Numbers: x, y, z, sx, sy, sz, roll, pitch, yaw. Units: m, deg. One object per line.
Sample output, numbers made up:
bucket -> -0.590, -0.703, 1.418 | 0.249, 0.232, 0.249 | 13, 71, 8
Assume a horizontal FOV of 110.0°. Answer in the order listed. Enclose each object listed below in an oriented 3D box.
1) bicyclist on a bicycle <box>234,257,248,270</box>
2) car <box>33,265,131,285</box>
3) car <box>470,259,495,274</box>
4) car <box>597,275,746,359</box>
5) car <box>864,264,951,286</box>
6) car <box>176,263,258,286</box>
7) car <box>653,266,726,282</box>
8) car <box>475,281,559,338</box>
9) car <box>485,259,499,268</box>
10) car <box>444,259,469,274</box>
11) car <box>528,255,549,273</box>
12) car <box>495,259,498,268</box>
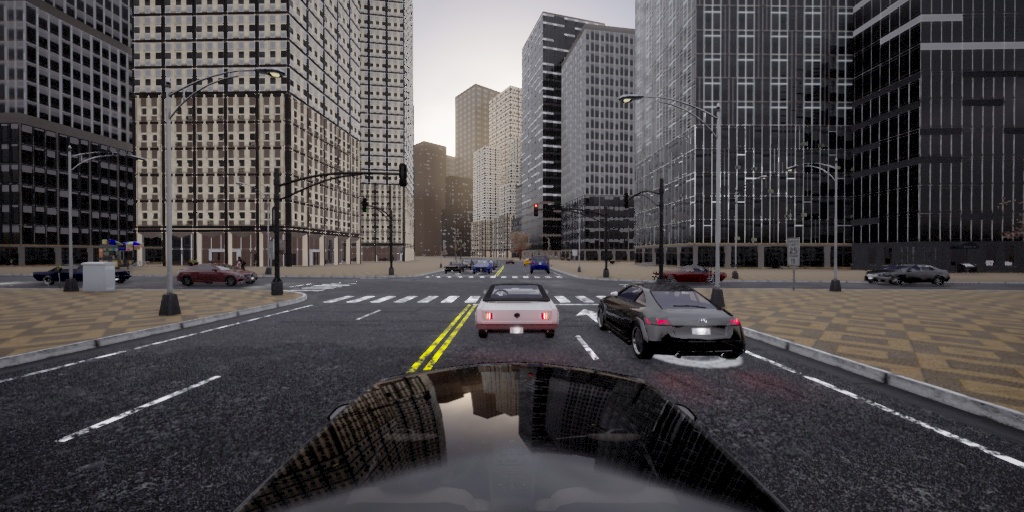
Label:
bicyclist on a bicycle -> -24.667, 0.872, 32.595 | 0.582, 1.620, 1.656 | 0, 1, 1
car -> -28.566, 1.227, 23.965 | 4.718, 1.301, 1.895 | 0, 0, 1
car -> -3.298, 1.199, 40.730 | 1.882, 1.535, 5.008 | 0, 0, 0
car -> 3.363, 1.312, 8.403 | 1.994, 1.385, 4.181 | 0, 0, 0
car -> 28.537, 1.356, 25.990 | 4.902, 1.511, 2.128 | 0, 0, 1
car -> -19.457, 1.194, 23.724 | 4.674, 1.442, 1.812 | 0, 0, 1
car -> 12.838, 1.393, 26.343 | 4.718, 1.301, 1.895 | 0, 0, 1
car -> 0.110, 1.348, 10.120 | 1.895, 1.301, 4.718 | 0, 0, 0
car -> -3.274, 1.231, 60.452 | 2.033, 1.411, 5.357 | 0, 0, 0
car -> -6.549, 1.321, 41.403 | 1.895, 1.301, 4.718 | 0, 0, 0
car -> 3.262, 0.941, 42.776 | 2.150, 2.045, 5.566 | 0, 0, 2
car -> -3.285, 1.230, 50.074 | 1.812, 1.442, 4.674 | 0, 0, 0
